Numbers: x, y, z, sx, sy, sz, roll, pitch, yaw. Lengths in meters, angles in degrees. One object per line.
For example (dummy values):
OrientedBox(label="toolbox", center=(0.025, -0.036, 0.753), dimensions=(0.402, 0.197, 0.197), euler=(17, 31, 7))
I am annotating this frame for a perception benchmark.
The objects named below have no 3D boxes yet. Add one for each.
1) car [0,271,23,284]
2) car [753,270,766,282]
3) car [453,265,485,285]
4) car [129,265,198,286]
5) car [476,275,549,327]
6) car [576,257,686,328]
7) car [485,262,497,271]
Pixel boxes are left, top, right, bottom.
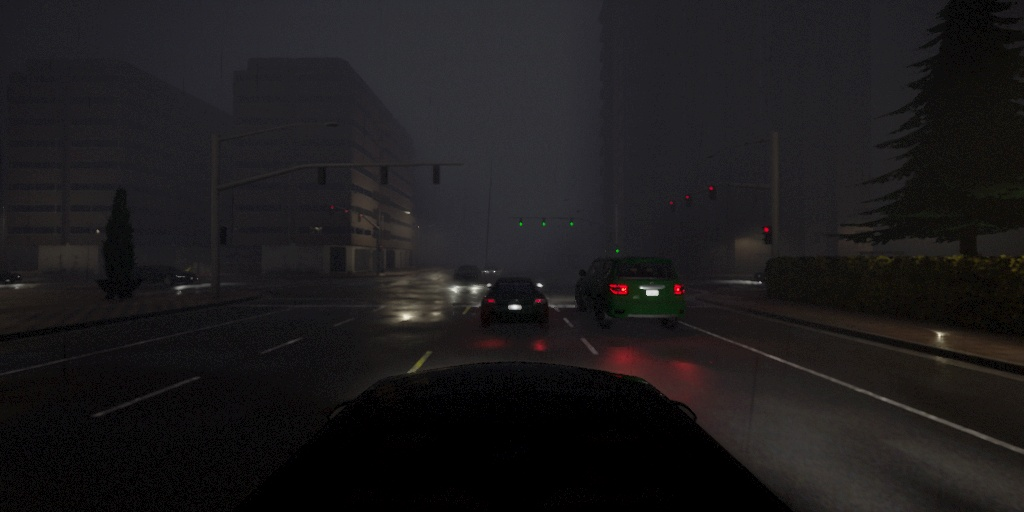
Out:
OrientedBox(label="car", center=(-40.850, 1.484, 27.200), dimensions=(5.357, 1.411, 2.033), euler=(0, 0, 1))
OrientedBox(label="car", center=(22.865, 1.523, 30.254), dimensions=(4.181, 1.385, 1.994), euler=(0, 0, 1))
OrientedBox(label="car", center=(-3.499, 1.471, 28.890), dimensions=(1.882, 1.535, 5.008), euler=(0, 0, 0))
OrientedBox(label="car", center=(-26.574, 1.440, 27.054), dimensions=(4.892, 1.490, 1.837), euler=(0, 0, 1))
OrientedBox(label="car", center=(0.082, 1.388, 11.830), dimensions=(1.994, 1.385, 4.181), euler=(0, 0, 0))
OrientedBox(label="car", center=(3.579, 1.046, 11.832), dimensions=(2.150, 2.045, 5.566), euler=(0, 0, 0))
OrientedBox(label="car", center=(-3.500, 1.729, 59.748), dimensions=(1.994, 1.385, 4.181), euler=(0, 0, 0))
